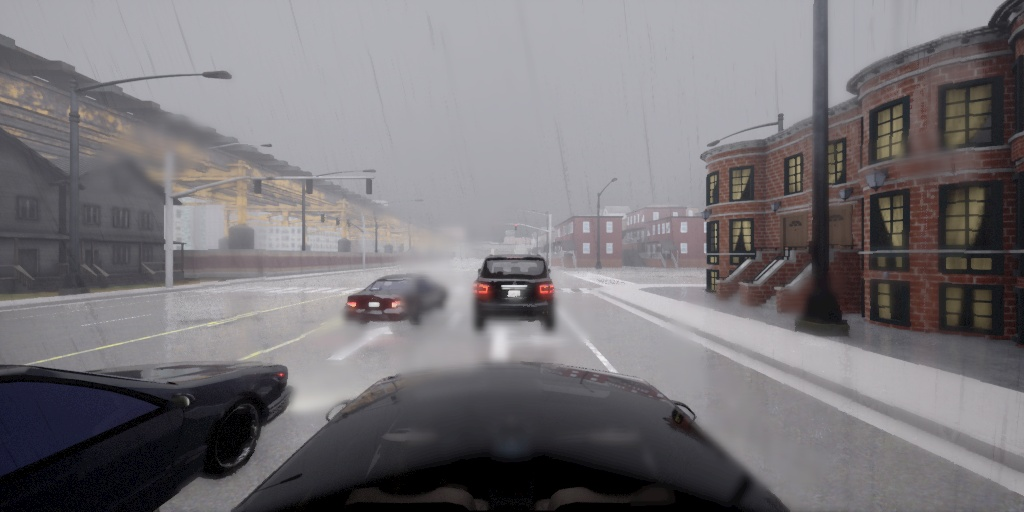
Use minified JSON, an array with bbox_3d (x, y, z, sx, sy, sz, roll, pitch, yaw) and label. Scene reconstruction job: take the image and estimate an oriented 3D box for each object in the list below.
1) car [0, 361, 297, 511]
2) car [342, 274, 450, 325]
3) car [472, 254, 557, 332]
[{"bbox_3d":[-3.388,1.297,1.656,2.033,1.411,5.357,0,0,-1],"label":"car"},{"bbox_3d":[-3.441,1.297,11.728,2.033,1.411,5.357,0,0,2],"label":"car"},{"bbox_3d":[0.084,0.971,11.046,2.150,2.045,5.566,0,0,0],"label":"car"}]
